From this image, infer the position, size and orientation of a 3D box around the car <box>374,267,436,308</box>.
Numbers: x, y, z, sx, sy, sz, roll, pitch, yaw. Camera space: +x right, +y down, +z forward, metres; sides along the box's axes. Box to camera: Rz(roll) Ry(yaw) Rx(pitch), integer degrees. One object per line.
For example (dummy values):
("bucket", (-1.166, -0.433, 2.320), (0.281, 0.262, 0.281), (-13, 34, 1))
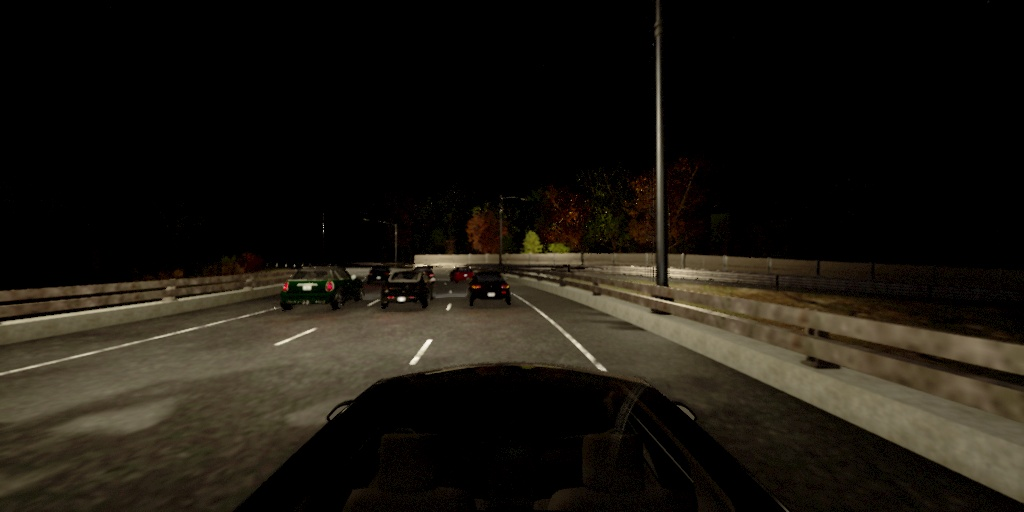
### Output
("car", (-4.591, 1.411, 16.179), (1.837, 1.490, 4.892), (0, 0, -8))

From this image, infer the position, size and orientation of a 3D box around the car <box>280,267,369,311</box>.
("car", (-8.056, 1.253, 15.681), (2.097, 1.767, 4.553), (0, -1, -8))

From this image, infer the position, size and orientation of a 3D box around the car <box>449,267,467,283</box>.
("car", (-4.506, 1.635, 32.454), (1.994, 1.385, 4.181), (0, -1, -16))

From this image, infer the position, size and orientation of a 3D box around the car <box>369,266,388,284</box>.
("car", (-11.379, 1.588, 31.030), (1.812, 1.442, 4.674), (0, 0, -16))

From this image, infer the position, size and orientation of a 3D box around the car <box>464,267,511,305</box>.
("car", (-1.177, 1.433, 17.011), (1.812, 1.442, 4.674), (0, 0, -8))

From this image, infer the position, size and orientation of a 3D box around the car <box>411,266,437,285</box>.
("car", (-7.602, 1.602, 30.623), (2.033, 1.411, 5.357), (0, -1, -16))
